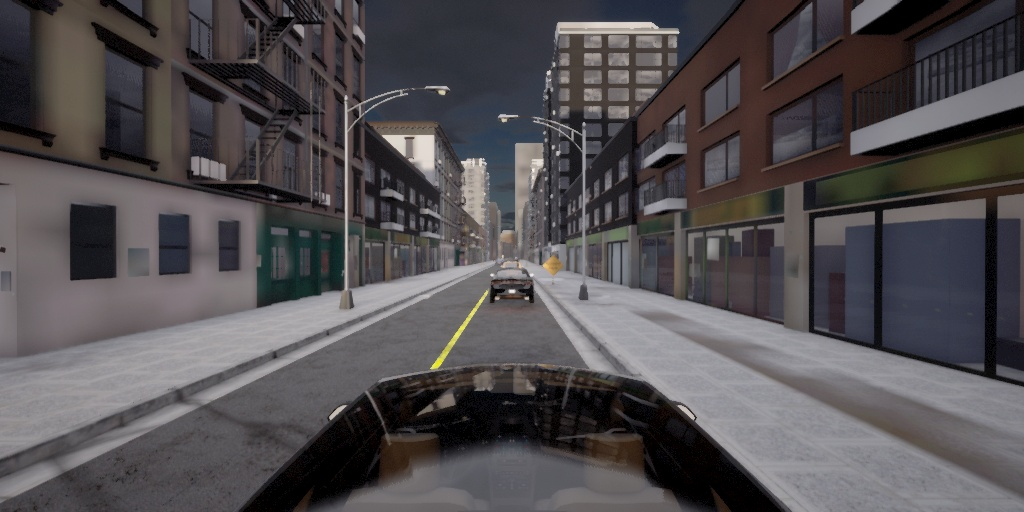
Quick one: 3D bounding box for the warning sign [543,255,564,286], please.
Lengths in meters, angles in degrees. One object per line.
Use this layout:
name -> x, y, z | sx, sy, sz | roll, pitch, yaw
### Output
warning sign -> 2.518, 0.866, 21.926 | 1.300, 1.860, 1.060 | 0, 0, 0

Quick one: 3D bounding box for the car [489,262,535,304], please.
car -> 0.000, 1.235, 16.501 | 1.882, 1.535, 5.008 | 0, 0, 0

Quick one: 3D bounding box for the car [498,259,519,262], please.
car -> 0.000, 1.241, 31.501 | 1.882, 1.535, 5.008 | 0, 0, 0
